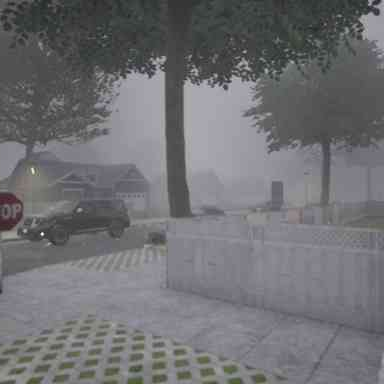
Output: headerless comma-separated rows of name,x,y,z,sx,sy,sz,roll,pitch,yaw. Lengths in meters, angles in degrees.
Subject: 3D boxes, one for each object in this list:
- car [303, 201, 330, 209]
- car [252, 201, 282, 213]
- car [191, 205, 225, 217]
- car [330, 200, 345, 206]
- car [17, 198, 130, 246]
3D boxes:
car,15.271,1.805,41.217,1.994,1.385,4.181,0,0,35
car,8.240,1.688,36.257,2.128,1.511,4.902,0,0,35
car,0.914,1.712,25.777,1.994,1.385,4.181,0,0,34
car,22.517,1.851,51.611,1.994,1.385,4.181,0,0,34
car,-5.552,1.326,16.484,2.150,2.045,5.566,0,0,35
